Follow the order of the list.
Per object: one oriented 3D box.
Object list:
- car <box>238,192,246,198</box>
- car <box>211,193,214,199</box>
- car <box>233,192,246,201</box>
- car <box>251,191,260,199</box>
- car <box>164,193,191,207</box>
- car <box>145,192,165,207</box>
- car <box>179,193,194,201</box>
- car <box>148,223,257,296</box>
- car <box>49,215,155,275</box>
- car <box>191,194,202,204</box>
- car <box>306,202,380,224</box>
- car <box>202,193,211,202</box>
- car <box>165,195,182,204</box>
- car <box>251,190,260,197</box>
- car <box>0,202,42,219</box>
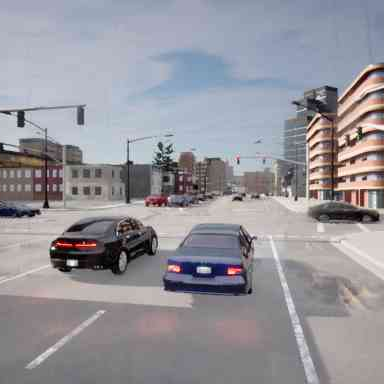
[{"bbox_3d":[12.947,0.753,86.377,1.994,1.385,4.181,0,1,11],"label":"car"},{"bbox_3d":[3.813,0.862,76.189,1.882,1.535,5.008,0,1,11],"label":"car"},{"bbox_3d":[9.388,1.116,67.740,1.895,1.301,4.718,0,1,11],"label":"car"},{"bbox_3d":[14.347,0.881,75.342,2.128,1.511,4.902,0,1,11],"label":"car"},{"bbox_3d":[-1.944,1.223,47.389,2.097,1.767,4.553,0,1,11],"label":"car"},{"bbox_3d":[-5.152,1.080,49.265,2.150,2.045,5.566,0,1,11],"label":"car"},{"bbox_3d":[-1.127,1.073,69.196,2.033,1.411,5.357,0,1,11],"label":"car"},{"bbox_3d":[0.708,1.547,8.860,2.033,1.411,5.357,0,0,11],"label":"car"},{"bbox_3d":[-2.509,1.505,10.604,1.837,1.490,4.892,0,0,11],"label":"car"},{"bbox_3d":[-0.184,1.235,56.299,2.128,1.511,4.902,0,1,11],"label":"car"},{"bbox_3d":[10.914,1.497,24.197,4.892,1.490,1.837,0,0,10],"label":"car"},{"bbox_3d":[1.770,1.119,65.949,2.033,1.411,5.357,0,1,12],"label":"car"},{"bbox_3d":[-3.249,1.238,58.822,1.812,1.442,4.674,0,1,12],"label":"car"},{"bbox_3d":[16.351,0.464,85.546,2.097,1.767,4.553,0,1,11],"label":"car"},{"bbox_3d":[-15.956,1.547,28.924,5.357,1.411,2.033,0,0,10],"label":"car"}]
